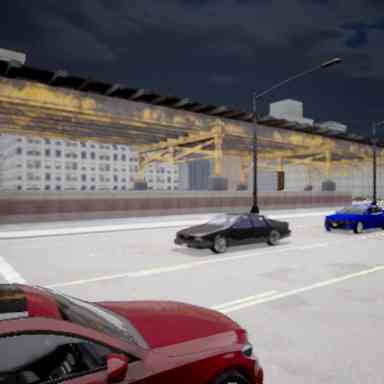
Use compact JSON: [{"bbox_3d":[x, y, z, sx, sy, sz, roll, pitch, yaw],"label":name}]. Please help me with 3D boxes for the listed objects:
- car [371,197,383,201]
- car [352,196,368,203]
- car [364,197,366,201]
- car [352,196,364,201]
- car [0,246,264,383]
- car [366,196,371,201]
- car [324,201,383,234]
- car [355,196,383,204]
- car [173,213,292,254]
[{"bbox_3d":[34.191,1.374,63.832,4.536,1.218,1.853,0,0,-7],"label":"car"},{"bbox_3d":[30.346,1.378,60.131,1.853,1.218,4.536,0,0,18],"label":"car"},{"bbox_3d":[26.584,1.542,57.398,4.974,1.542,2.038,0,0,8],"label":"car"},{"bbox_3d":[26.532,1.385,57.406,4.536,1.218,1.853,0,0,8],"label":"car"},{"bbox_3d":[-1.488,1.539,2.689,4.674,1.442,1.812,0,0,-35],"label":"car"},{"bbox_3d":[30.330,1.535,60.081,2.038,1.542,4.974,0,0,18],"label":"car"},{"bbox_3d":[9.809,1.502,19.576,5.008,1.535,1.882,0,0,-36],"label":"car"},{"bbox_3d":[34.243,1.531,63.838,4.974,1.542,2.038,0,0,-7],"label":"car"},{"bbox_3d":[1.889,1.587,13.938,5.357,1.411,2.033,0,0,-35],"label":"car"}]
